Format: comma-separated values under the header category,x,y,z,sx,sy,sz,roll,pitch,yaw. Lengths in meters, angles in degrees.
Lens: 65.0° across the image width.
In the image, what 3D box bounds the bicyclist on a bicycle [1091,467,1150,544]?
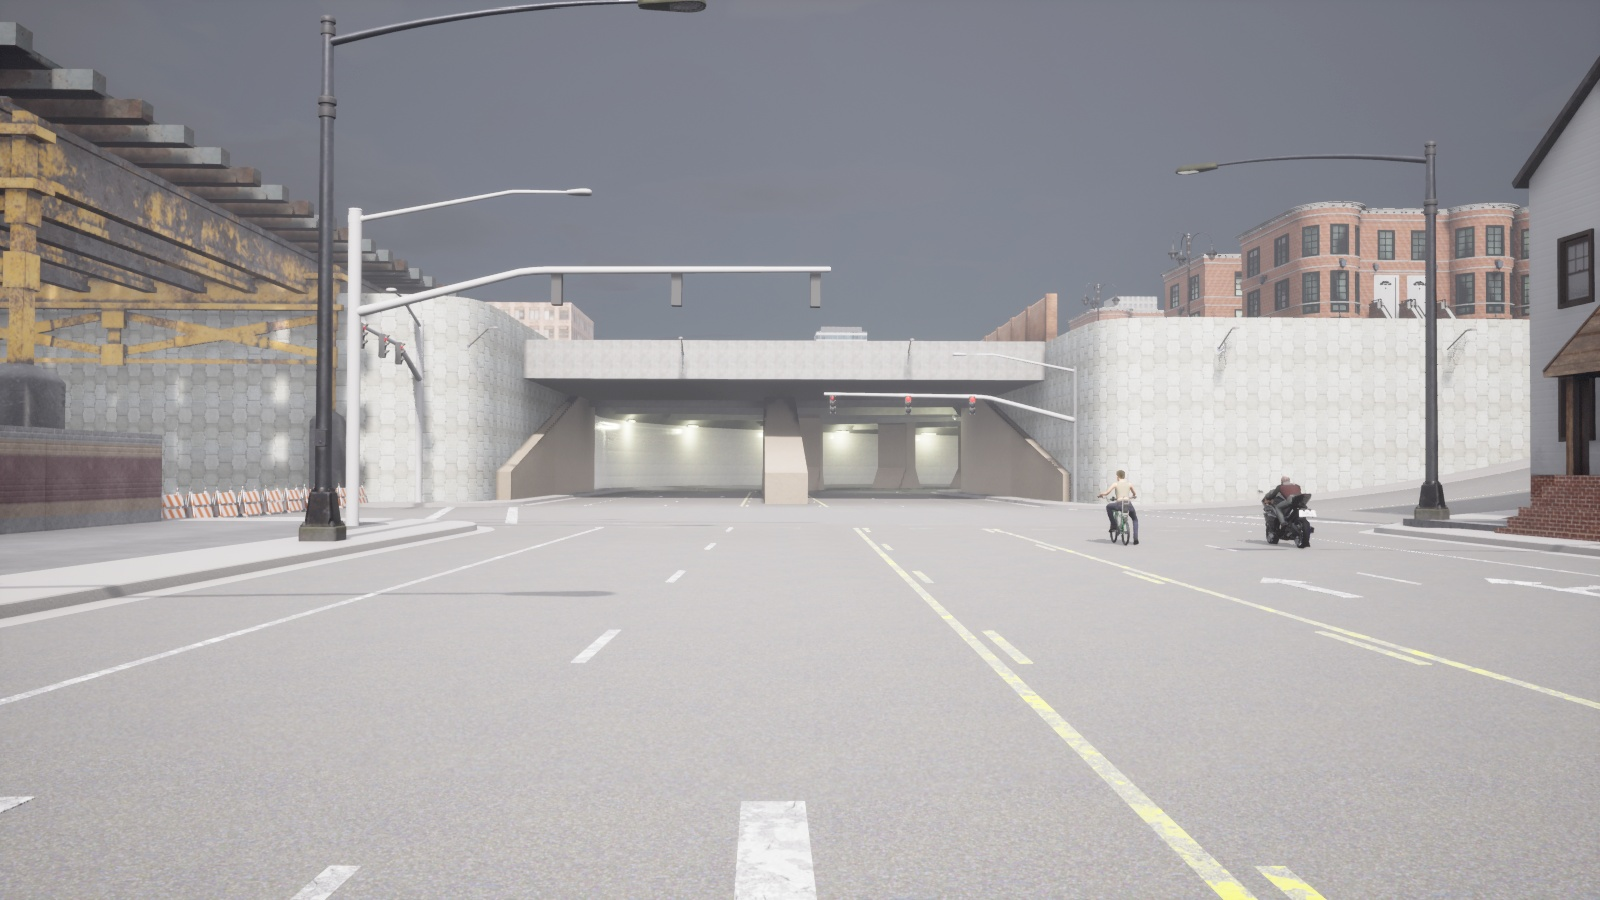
category,x,y,z,sx,sy,sz,roll,pitch,yaw
bicyclist on a bicycle,6.927,1.179,27.175,0.866,1.612,1.509,0,-1,-1

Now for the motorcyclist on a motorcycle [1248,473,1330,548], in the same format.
category,x,y,z,sx,sy,sz,roll,pitch,yaw
motorcyclist on a motorcycle,10.422,1.258,26.851,0.866,1.530,2.191,0,-1,0
